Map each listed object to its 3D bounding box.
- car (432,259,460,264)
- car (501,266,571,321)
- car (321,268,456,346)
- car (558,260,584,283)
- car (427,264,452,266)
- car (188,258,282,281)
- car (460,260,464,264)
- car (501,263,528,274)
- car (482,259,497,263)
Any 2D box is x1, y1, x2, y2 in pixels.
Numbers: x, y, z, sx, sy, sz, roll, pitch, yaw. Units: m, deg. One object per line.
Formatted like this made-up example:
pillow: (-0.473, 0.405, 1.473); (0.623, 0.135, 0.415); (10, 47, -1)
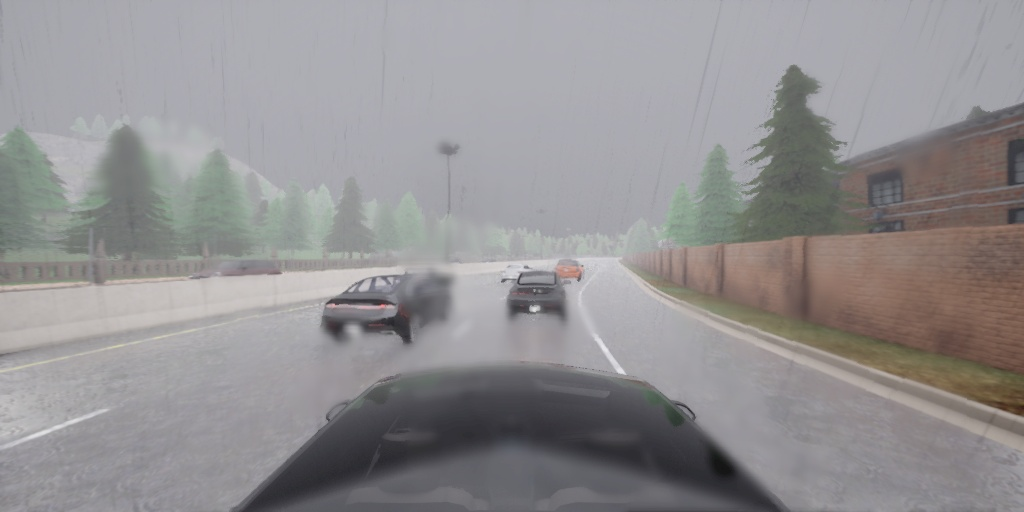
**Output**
car: (-7.651, 1.219, 38.162); (1.837, 1.490, 4.892); (0, 0, 16)
car: (0.991, 1.259, 12.561); (1.837, 1.490, 4.892); (0, 0, 7)
car: (-2.886, 1.228, 9.415); (2.128, 1.511, 4.902); (0, 0, 5)
car: (4.862, 1.124, 30.049); (2.097, 1.767, 4.553); (0, 0, 15)
car: (-4.781, 1.328, 20.430); (1.895, 1.301, 4.718); (0, 0, 11)
car: (-15.629, 1.028, 20.482); (2.097, 1.767, 4.553); (0, 0, 11)
car: (-9.419, 1.212, 57.906); (1.837, 1.490, 4.892); (0, -1, 16)
car: (0.478, 1.277, 27.255); (1.812, 1.442, 4.674); (0, 0, 14)
car: (-4.026, 1.233, 64.259); (2.128, 1.511, 4.902); (0, 0, 15)
